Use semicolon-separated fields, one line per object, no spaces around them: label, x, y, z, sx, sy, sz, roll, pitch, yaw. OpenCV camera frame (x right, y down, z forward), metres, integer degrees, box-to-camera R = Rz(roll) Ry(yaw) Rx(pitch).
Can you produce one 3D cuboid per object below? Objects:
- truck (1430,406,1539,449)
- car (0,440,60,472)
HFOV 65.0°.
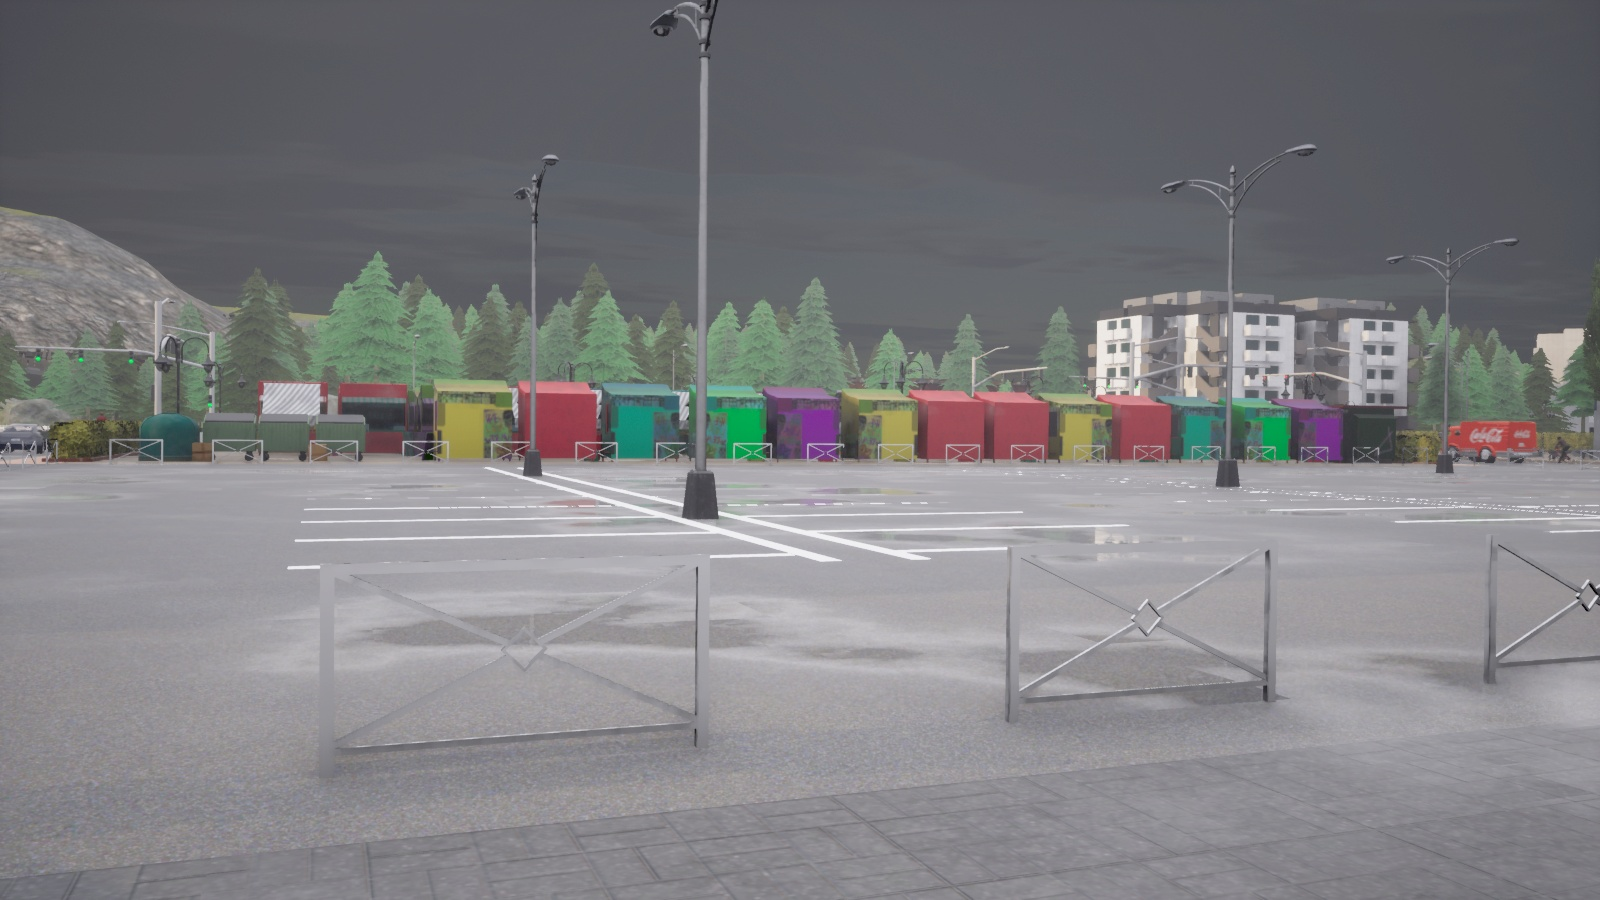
truck;40.319;-1.330;74.104;2.627;2.467;5.204;-1;1;-19
car;-35.942;0.245;58.366;1.994;1.385;4.181;-1;1;-21
